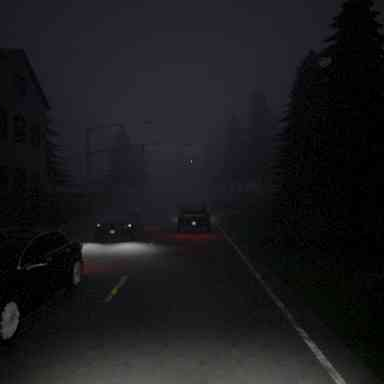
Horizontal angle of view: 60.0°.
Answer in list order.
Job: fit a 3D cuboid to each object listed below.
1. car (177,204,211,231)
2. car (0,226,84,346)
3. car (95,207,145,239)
[{"bbox_3d":[0.100,1.461,20.175,2.128,1.511,4.902,0,0,0],"label":"car"},{"bbox_3d":[-3.587,1.497,6.397,1.837,1.490,4.892,0,0,0],"label":"car"},{"bbox_3d":[-3.551,1.500,17.178,1.812,1.442,4.674,0,0,0],"label":"car"}]
